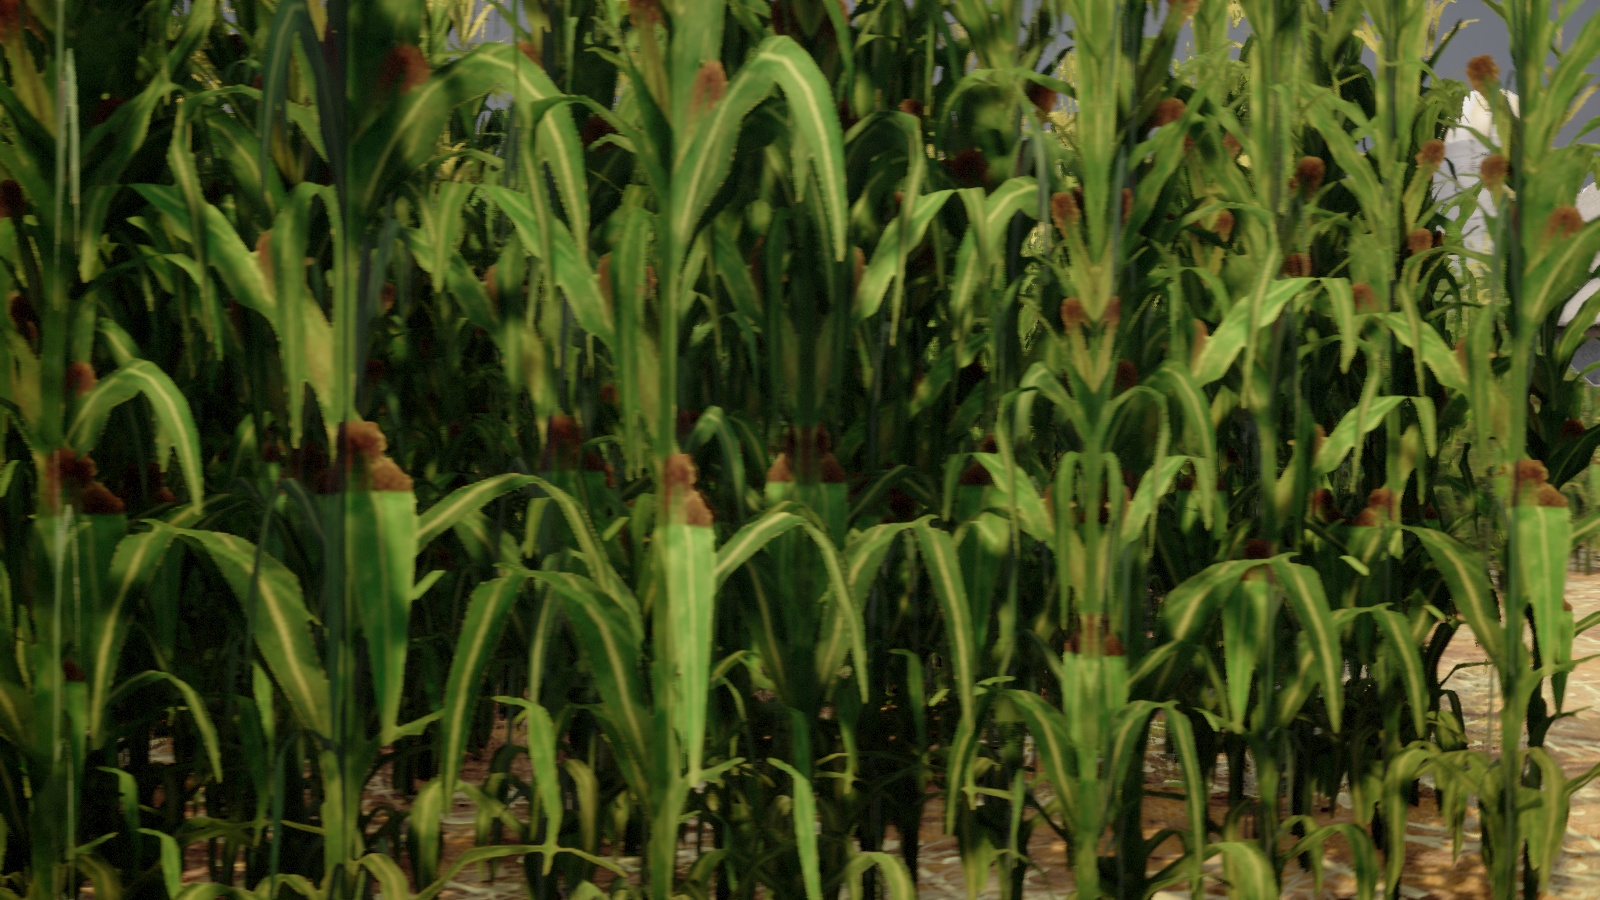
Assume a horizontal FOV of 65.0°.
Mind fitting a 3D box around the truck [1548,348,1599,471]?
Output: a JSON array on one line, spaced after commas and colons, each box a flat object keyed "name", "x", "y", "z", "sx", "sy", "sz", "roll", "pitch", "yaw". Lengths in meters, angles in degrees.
[{"name": "truck", "x": 25.624, "y": -1.158, "z": 35.148, "sx": 7.936, "sy": 3.462, "sz": 2.891, "roll": 0, "pitch": 0, "yaw": 33}]
